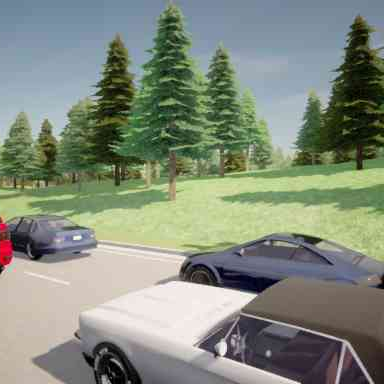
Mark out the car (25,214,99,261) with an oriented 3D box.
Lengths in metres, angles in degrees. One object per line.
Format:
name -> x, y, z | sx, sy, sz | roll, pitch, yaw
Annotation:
car -> -5.801, 1.547, 12.357 | 5.357, 1.411, 2.033 | 0, 0, 35

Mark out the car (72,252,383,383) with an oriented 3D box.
car -> 0.924, 1.601, 3.332 | 4.718, 1.301, 1.895 | 0, 0, 35

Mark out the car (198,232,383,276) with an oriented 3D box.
car -> 1.772, 1.564, 7.026 | 4.181, 1.385, 1.994 | 0, 0, 35

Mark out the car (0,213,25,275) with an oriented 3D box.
car -> -7.044, 1.221, 8.939 | 5.566, 2.045, 2.150 | 0, 0, 36
